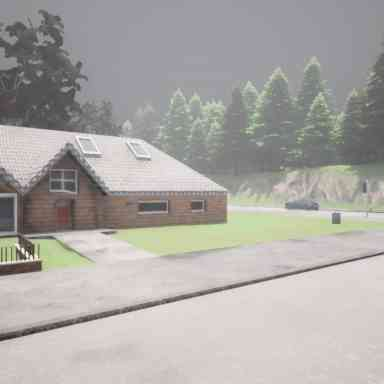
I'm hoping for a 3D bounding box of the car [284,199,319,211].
[{"bbox_3d":[13.570,1.564,41.270,1.994,1.385,4.181,0,0,-35],"label":"car"}]
